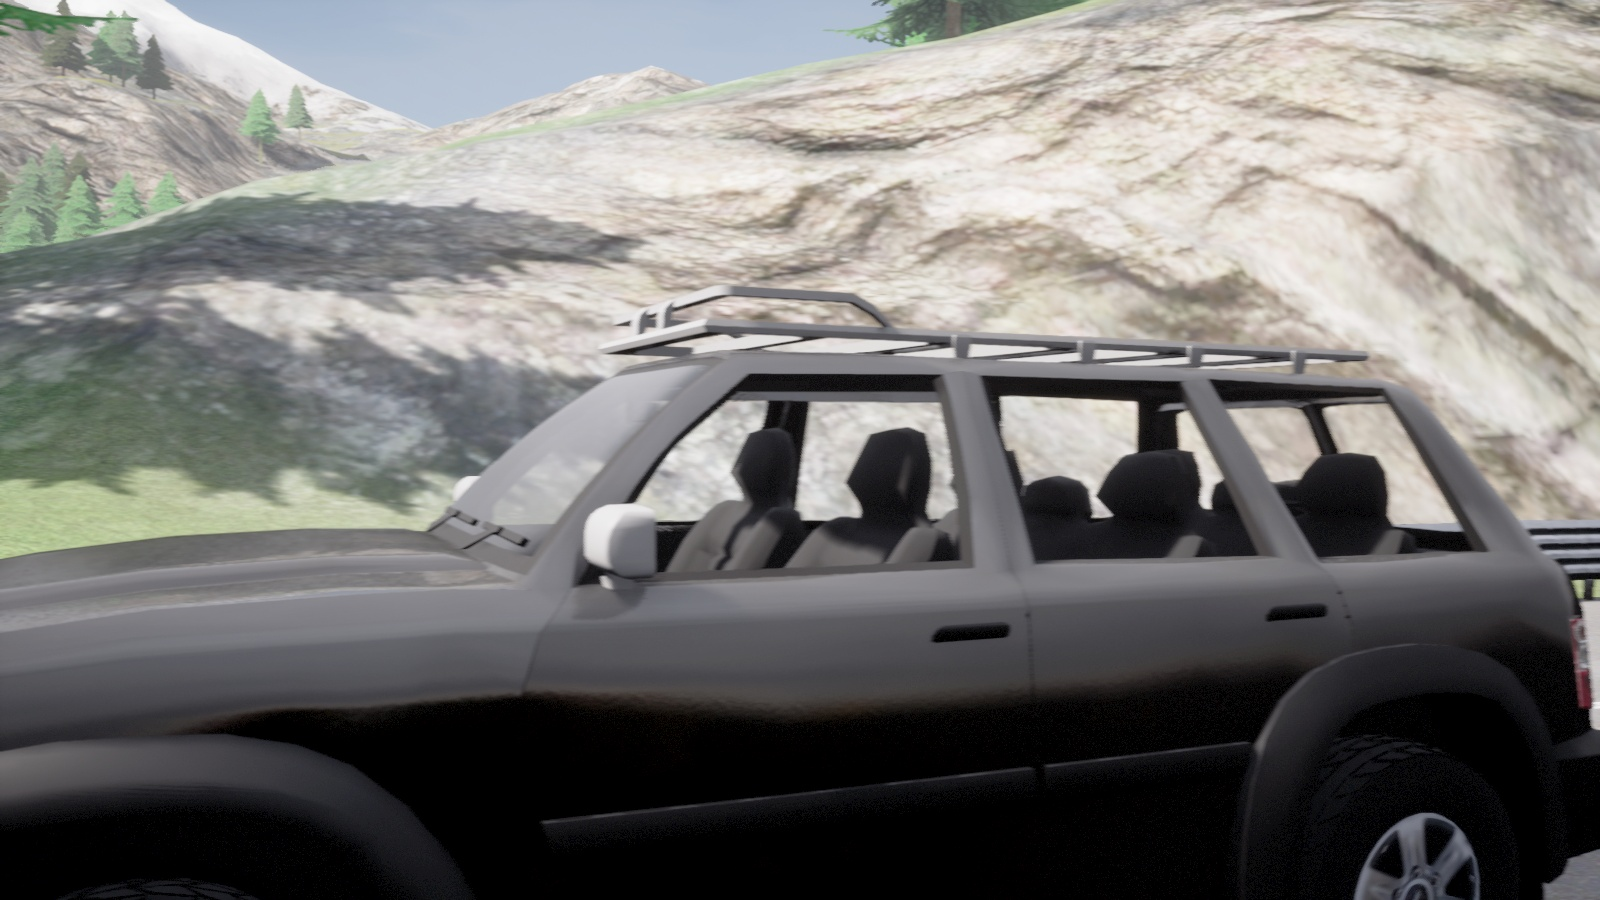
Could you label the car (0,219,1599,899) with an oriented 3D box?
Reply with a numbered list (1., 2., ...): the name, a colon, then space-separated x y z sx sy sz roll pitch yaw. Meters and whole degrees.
1. car: -0.150 0.560 3.352 4.605 1.855 1.932 -1 1 -24
